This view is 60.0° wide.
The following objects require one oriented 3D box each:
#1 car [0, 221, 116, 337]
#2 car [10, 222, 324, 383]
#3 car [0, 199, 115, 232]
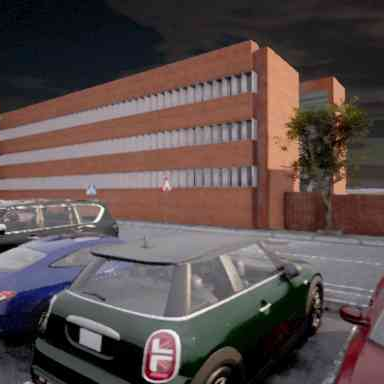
[{"bbox_3d":[-1.969,1.507,6.393,2.002,1.452,4.674,0,0,35],"label":"car"},{"bbox_3d":[0.316,1.348,4.729,2.185,1.767,4.553,0,0,35],"label":"car"},{"bbox_3d":[-4.284,1.209,8.012,2.435,2.045,5.566,0,0,35],"label":"car"}]
